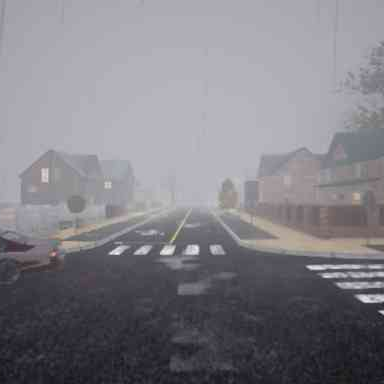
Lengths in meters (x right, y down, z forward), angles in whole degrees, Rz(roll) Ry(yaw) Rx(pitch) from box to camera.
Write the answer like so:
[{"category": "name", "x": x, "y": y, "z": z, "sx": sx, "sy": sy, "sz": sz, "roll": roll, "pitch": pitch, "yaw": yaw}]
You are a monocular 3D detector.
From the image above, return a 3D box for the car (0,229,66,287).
[{"category": "car", "x": -6.236, "y": 1.718, "z": 8.866, "sx": 5.357, "sy": 1.411, "sz": 2.033, "roll": -1, "pitch": 0, "yaw": -18}]
